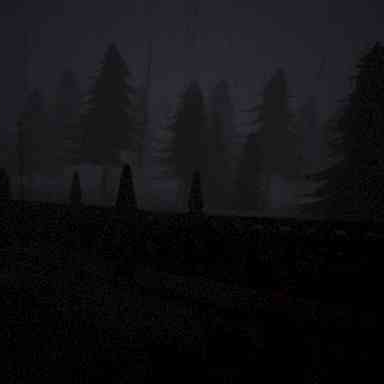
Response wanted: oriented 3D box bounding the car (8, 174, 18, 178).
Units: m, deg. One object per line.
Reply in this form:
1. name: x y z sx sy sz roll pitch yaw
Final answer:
1. car: -29.393 -3.141 52.074 1.882 1.535 5.008 8 5 37
